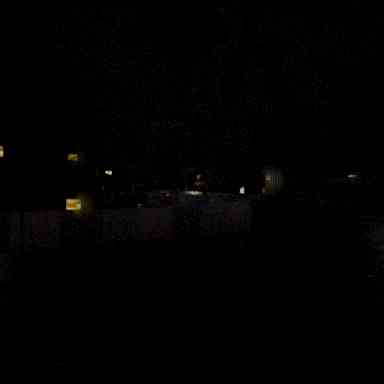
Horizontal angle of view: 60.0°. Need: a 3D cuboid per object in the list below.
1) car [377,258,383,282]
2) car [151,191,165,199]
[{"bbox_3d":[6.821,1.555,8.321,5.357,1.411,2.033,0,0,-35],"label":"car"},{"bbox_3d":[-6.438,0.639,61.664,1.812,1.442,4.674,1,1,-21],"label":"car"}]
